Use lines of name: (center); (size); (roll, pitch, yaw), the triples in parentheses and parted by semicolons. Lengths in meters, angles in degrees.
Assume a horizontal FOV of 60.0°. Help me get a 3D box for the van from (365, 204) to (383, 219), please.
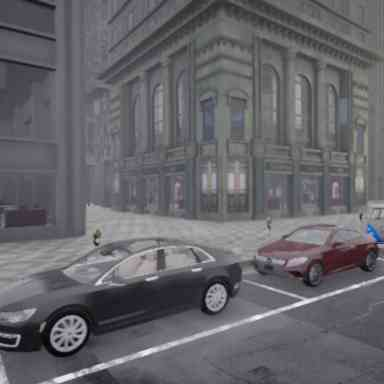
van: (8.132, 1.308, 12.456); (3.998, 1.788, 1.690); (0, 0, -36)

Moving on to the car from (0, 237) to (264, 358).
car: (-1.044, 1.544, 5.908); (4.403, 1.369, 2.008); (0, 0, -36)

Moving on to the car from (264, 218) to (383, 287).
car: (3.545, 1.562, 9.182); (4.206, 1.307, 1.802); (0, 0, -36)
